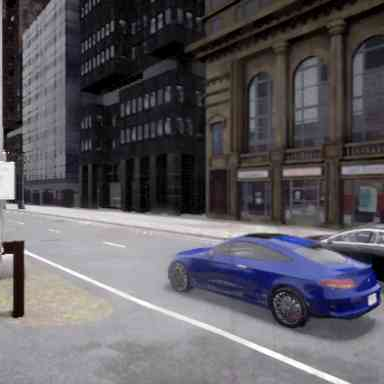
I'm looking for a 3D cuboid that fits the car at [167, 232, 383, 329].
[{"bbox_3d":[1.403,1.608,7.154,1.812,1.442,4.674,1,-1,-42],"label":"car"}]

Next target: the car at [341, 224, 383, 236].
[{"bbox_3d":[4.722,1.595,8.667,2.128,1.511,4.902,0,0,-42],"label":"car"}]
